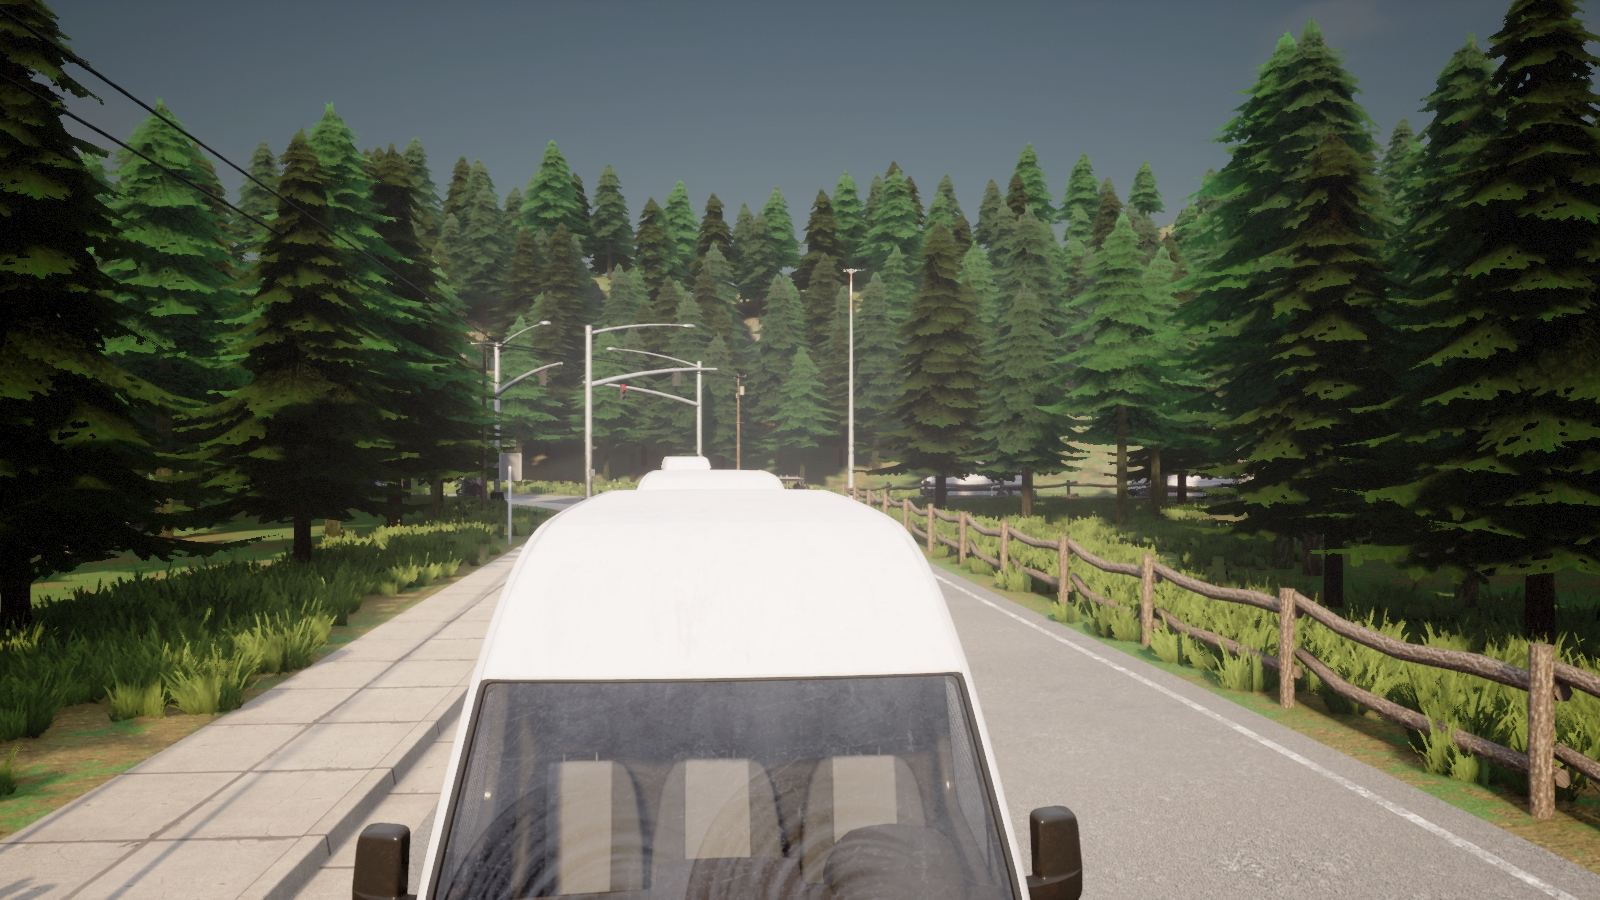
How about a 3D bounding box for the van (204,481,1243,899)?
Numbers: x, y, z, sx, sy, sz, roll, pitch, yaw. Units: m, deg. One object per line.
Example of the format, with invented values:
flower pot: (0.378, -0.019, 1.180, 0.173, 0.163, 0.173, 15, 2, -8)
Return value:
van: (-0.347, 1.500, 5.139, 1.988, 2.561, 5.915, 0, 0, -5)
